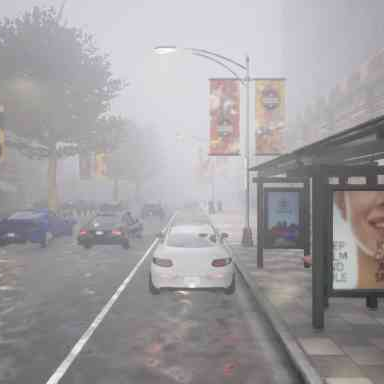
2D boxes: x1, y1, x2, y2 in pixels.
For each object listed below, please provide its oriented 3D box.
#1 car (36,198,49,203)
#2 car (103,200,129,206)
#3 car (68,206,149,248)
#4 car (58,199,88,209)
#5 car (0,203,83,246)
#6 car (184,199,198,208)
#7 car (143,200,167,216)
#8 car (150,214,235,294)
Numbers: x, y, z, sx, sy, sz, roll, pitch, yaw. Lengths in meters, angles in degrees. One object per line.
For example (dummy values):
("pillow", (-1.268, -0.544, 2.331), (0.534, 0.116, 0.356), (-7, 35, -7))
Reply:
("car", (-18.399, 1.513, 42.174), (1.837, 1.490, 4.892), (0, 0, 0))
("car", (-6.890, 1.478, 30.215), (1.882, 1.535, 5.008), (0, 0, 0))
("car", (-3.394, 1.547, 14.725), (2.033, 1.411, 5.357), (0, 0, 0))
("car", (-14.896, 1.547, 42.486), (2.033, 1.411, 5.357), (0, 0, 0))
("car", (-6.890, 1.478, 15.205), (1.882, 1.535, 5.008), (0, 0, 0))
("car", (-0.146, 1.595, 47.903), (1.895, 1.301, 4.718), (0, 0, 0))
("car", (-3.391, 1.507, 30.034), (1.837, 1.490, 4.892), (0, 0, 0))
("car", (0.003, 1.525, 8.650), (1.812, 1.442, 4.674), (0, 0, 0))
